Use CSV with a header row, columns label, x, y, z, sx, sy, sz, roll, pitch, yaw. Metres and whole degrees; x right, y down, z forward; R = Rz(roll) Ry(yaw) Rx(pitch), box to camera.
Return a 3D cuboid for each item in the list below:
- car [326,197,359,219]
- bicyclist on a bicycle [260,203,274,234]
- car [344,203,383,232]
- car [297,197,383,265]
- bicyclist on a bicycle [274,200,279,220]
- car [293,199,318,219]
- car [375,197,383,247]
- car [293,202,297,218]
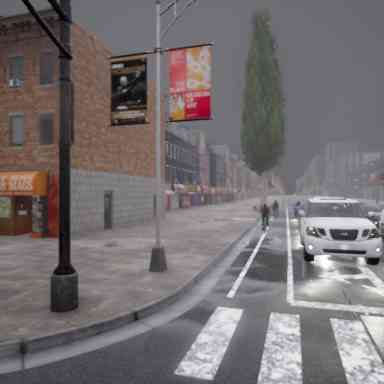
label,x,y,z,sx,sy,sz,roll,pitch,yaw
car,13.765,1.375,30.664,2.097,1.767,4.553,0,0,16
bicyclist on a bicycle,4.062,1.469,18.414,0.582,1.620,1.656,0,0,18
car,11.099,1.516,21.228,1.837,1.490,4.892,0,0,16
car,5.163,1.227,12.220,2.150,2.045,5.566,0,0,16
bicyclist on a bicycle,6.796,1.479,26.994,0.582,1.620,1.656,0,0,18
car,10.407,1.505,30.737,1.882,1.535,5.008,0,0,16
car,8.459,1.222,11.920,2.150,2.045,5.566,0,0,16
car,7.824,1.508,21.603,2.128,1.511,4.902,0,0,16
